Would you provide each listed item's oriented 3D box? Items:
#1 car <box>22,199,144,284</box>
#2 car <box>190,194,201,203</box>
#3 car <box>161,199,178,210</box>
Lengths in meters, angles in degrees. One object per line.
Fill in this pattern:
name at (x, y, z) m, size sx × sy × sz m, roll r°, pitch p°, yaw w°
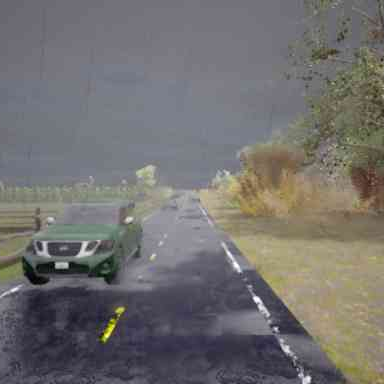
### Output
car at (-2.831, 1.253, 10.028) m, size 2.150 × 2.045 × 5.566 m, roll 0°, pitch 0°, yaw 0°
car at (0.961, 1.654, 72.800) m, size 1.812 × 1.442 × 4.674 m, roll 0°, pitch 0°, yaw 0°
car at (-2.833, 1.667, 43.353) m, size 1.994 × 1.385 × 4.181 m, roll 0°, pitch 0°, yaw 0°
